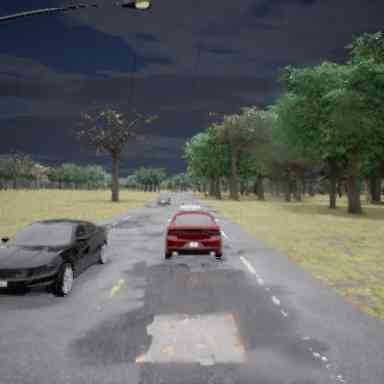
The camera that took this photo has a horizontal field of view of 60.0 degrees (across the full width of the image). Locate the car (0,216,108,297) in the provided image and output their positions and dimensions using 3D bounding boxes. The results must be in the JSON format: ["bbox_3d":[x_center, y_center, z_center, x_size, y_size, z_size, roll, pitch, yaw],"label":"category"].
[{"bbox_3d":[-3.626,1.473,8.804,1.882,1.535,5.008,0,0,0],"label":"car"}]

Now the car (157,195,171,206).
[{"bbox_3d":[-4.174,1.249,49.724,2.128,1.511,4.902,0,1,-1],"label":"car"}]

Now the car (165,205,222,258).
[{"bbox_3d":[0.046,1.467,12.731,1.882,1.535,5.008,0,0,0],"label":"car"}]

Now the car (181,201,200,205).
[{"bbox_3d":[-0.148,1.518,31.758,1.895,1.301,4.718,0,0,-1],"label":"car"}]
